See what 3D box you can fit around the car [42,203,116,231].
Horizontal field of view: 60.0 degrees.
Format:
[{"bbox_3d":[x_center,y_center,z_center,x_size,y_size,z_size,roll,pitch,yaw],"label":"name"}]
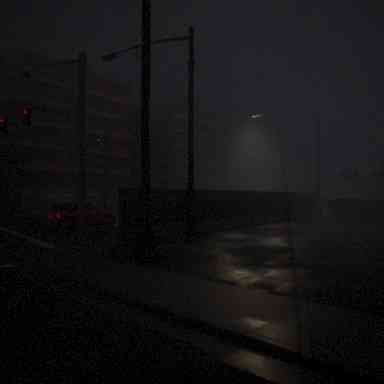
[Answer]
[{"bbox_3d":[-7.225,1.485,21.755,2.097,1.767,4.553,0,-1,39],"label":"car"}]
